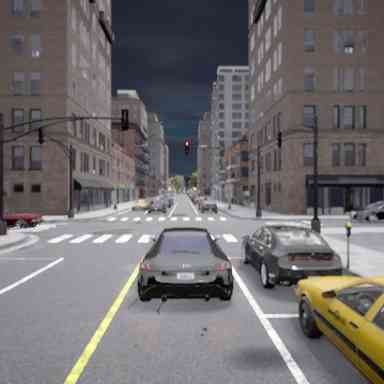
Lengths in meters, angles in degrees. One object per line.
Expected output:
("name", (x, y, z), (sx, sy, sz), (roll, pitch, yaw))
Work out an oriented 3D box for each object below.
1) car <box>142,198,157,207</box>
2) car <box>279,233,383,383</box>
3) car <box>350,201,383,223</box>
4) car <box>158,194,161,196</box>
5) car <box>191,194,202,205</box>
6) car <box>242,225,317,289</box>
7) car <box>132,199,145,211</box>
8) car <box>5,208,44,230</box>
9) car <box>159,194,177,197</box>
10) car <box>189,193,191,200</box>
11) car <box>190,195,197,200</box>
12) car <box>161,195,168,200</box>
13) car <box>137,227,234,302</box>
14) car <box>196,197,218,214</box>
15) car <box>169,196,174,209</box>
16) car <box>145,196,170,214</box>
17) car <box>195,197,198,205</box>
("car", (-6.640, 1.585, 52.715), (1.947, 1.339, 4.313), (0, 0, -1))
("car", (2.585, 1.527, 3.770), (1.752, 1.417, 4.829), (0, 0, -1))
("car", (13.940, 1.412, 23.939), (4.902, 1.511, 2.128), (0, 0, -3))
("car", (-6.916, 1.572, 64.074), (2.008, 1.369, 4.403), (0, 0, -1))
("car", (1.244, 1.460, 58.593), (1.967, 1.590, 4.097), (0, 0, -1))
("car", (2.452, 1.554, 9.005), (2.008, 1.369, 4.403), (0, 0, -1))
("car", (-6.360, 1.542, 41.186), (1.752, 1.417, 4.829), (0, 0, -1))
("car", (-11.853, 1.664, 20.661), (4.718, 1.301, 1.895), (0, 0, -6))
("car", (-4.234, 1.568, 59.419), (2.033, 1.411, 5.357), (0, 0, -1))
("car", (0.968, 1.337, 69.953), (2.192, 1.841, 5.009), (0, 0, -1))
("car", (0.412, 1.550, 92.843), (1.752, 1.417, 4.829), (0, 0, -1))
("car", (-7.607, 1.607, 92.472), (1.802, 1.307, 4.206), (0, 0, -1))
("car", (-0.169, 1.568, 8.336), (1.994, 1.385, 4.181), (0, 0, -1))
("car", (1.797, 1.565, 35.872), (2.008, 1.369, 4.403), (0, 0, -1))
("car", (-3.929, 1.581, 46.031), (1.994, 1.385, 4.181), (0, 0, -2))
("car", (-3.687, 1.520, 36.128), (1.837, 1.490, 4.892), (0, 0, -1))
("car", (1.659, 1.598, 41.552), (1.802, 1.307, 4.206), (0, 0, -1))
